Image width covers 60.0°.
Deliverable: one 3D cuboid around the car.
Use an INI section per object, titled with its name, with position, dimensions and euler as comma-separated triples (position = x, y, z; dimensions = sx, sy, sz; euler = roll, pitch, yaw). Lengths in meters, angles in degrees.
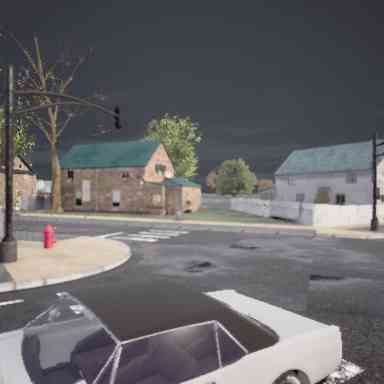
[car]
position = -0.794, 1.623, 2.968
dimensions = 4.718, 1.301, 1.895
euler = 1, -1, -35
